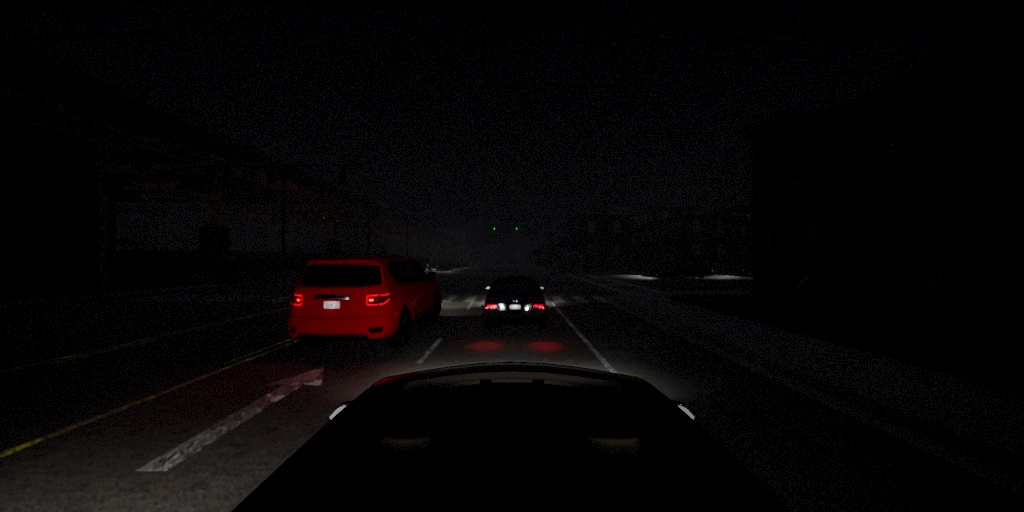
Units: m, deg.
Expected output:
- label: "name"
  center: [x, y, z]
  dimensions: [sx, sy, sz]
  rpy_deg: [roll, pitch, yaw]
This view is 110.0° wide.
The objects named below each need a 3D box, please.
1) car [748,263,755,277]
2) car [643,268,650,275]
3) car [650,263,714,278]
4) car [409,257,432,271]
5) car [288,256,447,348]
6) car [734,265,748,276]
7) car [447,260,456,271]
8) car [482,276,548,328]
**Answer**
- label: "car"
  center: [26.571, 1.527, 35.492]
  dimensions: [4.718, 1.301, 1.895]
  rpy_deg: [0, 0, 0]
- label: "car"
  center: [17.123, 1.492, 38.990]
  dimensions: [5.357, 1.411, 2.033]
  rpy_deg: [0, 0, 2]
- label: "car"
  center: [17.015, 1.474, 35.505]
  dimensions: [5.357, 1.411, 2.033]
  rpy_deg: [0, 0, 0]
- label: "car"
  center: [-14.061, 1.254, 55.642]
  dimensions: [2.150, 2.045, 5.566]
  rpy_deg: [0, 0, 0]
- label: "car"
  center: [-3.414, 1.016, 9.503]
  dimensions: [2.150, 2.045, 5.566]
  rpy_deg: [0, 0, 0]
- label: "car"
  center: [26.850, 1.450, 38.990]
  dimensions: [4.892, 1.490, 1.837]
  rpy_deg: [0, 0, 0]
- label: "car"
  center: [-10.561, 1.514, 56.345]
  dimensions: [1.882, 1.535, 5.008]
  rpy_deg: [0, 0, 0]
- label: "car"
  center: [0.094, 1.349, 11.606]
  dimensions: [2.033, 1.411, 5.357]
  rpy_deg: [0, 0, 0]
